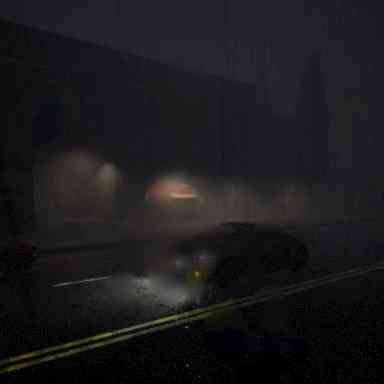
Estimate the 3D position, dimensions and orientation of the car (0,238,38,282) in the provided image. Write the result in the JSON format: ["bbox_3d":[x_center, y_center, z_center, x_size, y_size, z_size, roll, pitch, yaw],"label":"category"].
[{"bbox_3d":[-6.429,1.602,8.003,4.718,1.301,1.895,0,0,-35],"label":"car"}]

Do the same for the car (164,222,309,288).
[{"bbox_3d":[1.324,1.552,9.223,4.181,1.385,1.994,0,0,-35],"label":"car"}]
